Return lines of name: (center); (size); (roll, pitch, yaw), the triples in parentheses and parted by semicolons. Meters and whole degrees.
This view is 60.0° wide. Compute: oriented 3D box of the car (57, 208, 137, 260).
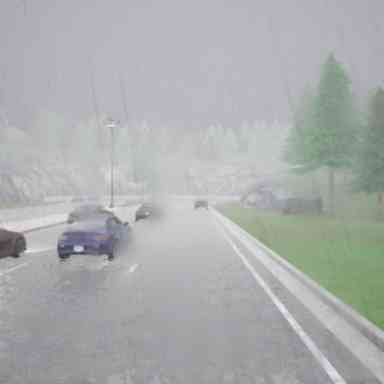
car: (-3.428, 1.547, 12.362); (1.812, 1.442, 4.674); (0, 0, 0)

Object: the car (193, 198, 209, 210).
car: (1.227, 1.583, 44.555); (1.837, 1.490, 4.892); (0, 0, 0)

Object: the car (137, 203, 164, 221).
car: (-3.424, 1.612, 27.512); (1.994, 1.385, 4.181); (0, 0, 0)

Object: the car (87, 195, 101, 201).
car: (-26.076, 1.650, 88.111); (1.837, 1.490, 4.892); (0, 0, 17)

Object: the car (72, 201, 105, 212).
car: (-6.954, 1.588, 23.168); (2.033, 1.411, 5.357); (0, 0, 0)

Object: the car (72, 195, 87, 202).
car: (-24.814, 1.362, 72.445); (2.097, 1.767, 4.553); (0, 0, -13)

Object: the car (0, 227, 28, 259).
car: (-6.936, 1.581, 10.310); (1.994, 1.385, 4.181); (0, 0, 0)
